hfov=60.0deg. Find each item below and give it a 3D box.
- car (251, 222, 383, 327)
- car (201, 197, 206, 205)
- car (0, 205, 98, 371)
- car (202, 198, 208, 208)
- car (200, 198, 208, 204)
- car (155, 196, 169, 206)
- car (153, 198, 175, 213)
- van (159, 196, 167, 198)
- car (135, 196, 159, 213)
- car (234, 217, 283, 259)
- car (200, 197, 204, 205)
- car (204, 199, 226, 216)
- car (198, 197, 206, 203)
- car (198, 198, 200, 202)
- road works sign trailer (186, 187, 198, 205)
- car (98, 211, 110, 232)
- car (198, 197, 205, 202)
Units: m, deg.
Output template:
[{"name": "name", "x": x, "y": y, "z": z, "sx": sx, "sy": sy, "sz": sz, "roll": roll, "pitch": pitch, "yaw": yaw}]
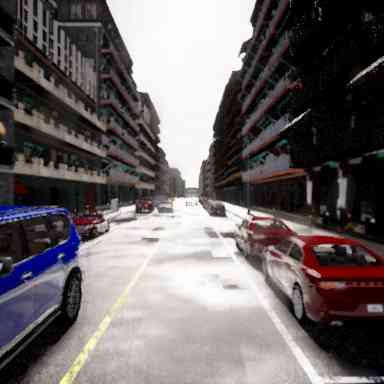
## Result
[{"name": "car", "x": 2.685, "y": 1.582, "z": 7.112, "sx": 1.887, "sy": 1.381, "sz": 4.507, "roll": 0, "pitch": 0, "yaw": 0}, {"name": "car", "x": 2.659, "y": 1.802, "z": 46.748, "sx": 1.887, "sy": 1.381, "sz": 4.507, "roll": 0, "pitch": 0, "yaw": 0}, {"name": "car", "x": -3.098, "y": 1.245, "z": 4.242, "sx": 2.150, "sy": 2.045, "sz": 5.566, "roll": 0, "pitch": 0, "yaw": 0}, {"name": "car", "x": 2.663, "y": 1.777, "z": 41.085, "sx": 2.008, "sy": 1.369, "sz": 4.403, "roll": 0, "pitch": 0, "yaw": 0}, {"name": "car", "x": 2.640, "y": 1.978, "z": 75.223, "sx": 1.752, "sy": 1.417, "sz": 4.829, "roll": 0, "pitch": 0, "yaw": 0}, {"name": "car", "x": -5.734, "y": 1.681, "z": 63.748, "sx": 2.192, "sy": 1.841, "sz": 5.009, "roll": 0, "pitch": 0, "yaw": 0}, {"name": "car", "x": -3.119, "y": 1.770, "z": 40.519, "sx": 2.033, "sy": 1.411, "sz": 5.357, "roll": 0, "pitch": 0, "yaw": 0}, {"name": "van", "x": -5.729, "y": 1.667, "z": 58.088, "sx": 1.690, "sy": 1.788, "sz": 3.998, "roll": 0, "pitch": 0, "yaw": 0}, {"name": "car", "x": -5.718, "y": 1.541, "z": 41.102, "sx": 2.192, "sy": 1.841, "sz": 5.009, "roll": 0, "pitch": 0, "yaw": 0}, {"name": "car", "x": 2.682, "y": 1.613, "z": 12.773, "sx": 1.887, "sy": 1.381, "sz": 4.507, "roll": 0, "pitch": 0, "yaw": 0}, {"name": "car", "x": 2.655, "y": 1.731, "z": 52.408, "sx": 1.967, "sy": 1.590, "sz": 4.097, "roll": 0, "pitch": 0, "yaw": 0}, {"name": "car", "x": 2.667, "y": 1.745, "z": 35.423, "sx": 2.008, "sy": 1.369, "sz": 4.403, "roll": 0, "pitch": 0, "yaw": 0}, {"name": "car", "x": 2.632, "y": 2.085, "z": 86.377, "sx": 1.887, "sy": 1.381, "sz": 4.507, "roll": 0, "pitch": 0, "yaw": 0}, {"name": "car", "x": 2.643, "y": 1.848, "z": 69.391, "sx": 1.967, "sy": 1.590, "sz": 4.097, "roll": 0, "pitch": 0, "yaw": 0}, {"name": "road works sign trailer", "x": -0.043, "y": 0.847, "z": 66.023, "sx": 2.380, "sy": 3.560, "sz": 2.880, "roll": 0, "pitch": 0, "yaw": 0}, {"name": "car", "x": -5.703, "y": 1.682, "z": 18.450, "sx": 1.802, "sy": 1.307, "sz": 4.206, "roll": 0, "pitch": 0, "yaw": 0}, {"name": "car", "x": 2.628, "y": 2.129, "z": 92.042, "sx": 1.887, "sy": 1.381, "sz": 4.507, "roll": 0, "pitch": 0, "yaw": 0}]
